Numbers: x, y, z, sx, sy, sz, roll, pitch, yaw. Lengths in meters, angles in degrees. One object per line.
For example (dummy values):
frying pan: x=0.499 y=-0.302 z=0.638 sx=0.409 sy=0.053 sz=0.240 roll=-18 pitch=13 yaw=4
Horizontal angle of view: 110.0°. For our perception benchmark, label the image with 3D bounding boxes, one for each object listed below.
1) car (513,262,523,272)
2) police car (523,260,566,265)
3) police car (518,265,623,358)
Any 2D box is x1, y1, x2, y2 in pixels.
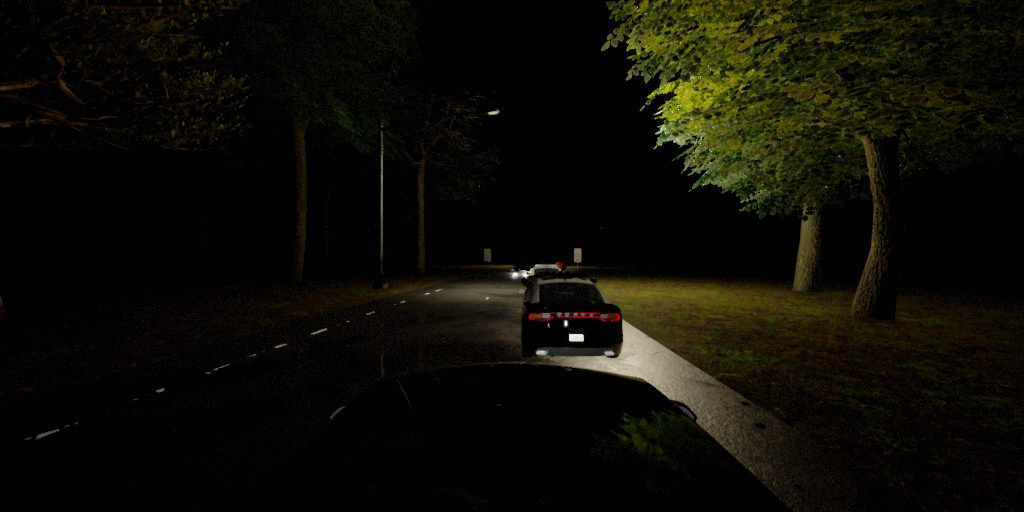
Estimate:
car: x=1.498 y=1.475 z=48.282 sx=1.895 sy=1.301 sz=4.718 roll=0 pitch=0 yaw=12
police car: x=1.751 y=1.203 z=18.501 sx=1.930 sy=1.638 sz=5.238 roll=0 pitch=0 yaw=5
police car: x=1.179 y=1.180 z=8.641 sx=1.930 sy=1.638 sz=5.238 roll=0 pitch=0 yaw=2
